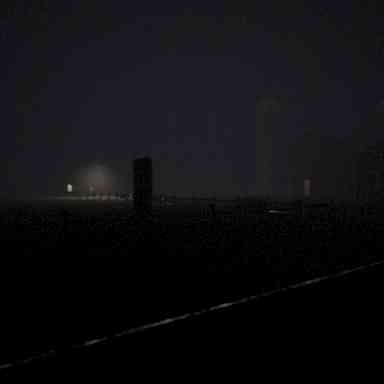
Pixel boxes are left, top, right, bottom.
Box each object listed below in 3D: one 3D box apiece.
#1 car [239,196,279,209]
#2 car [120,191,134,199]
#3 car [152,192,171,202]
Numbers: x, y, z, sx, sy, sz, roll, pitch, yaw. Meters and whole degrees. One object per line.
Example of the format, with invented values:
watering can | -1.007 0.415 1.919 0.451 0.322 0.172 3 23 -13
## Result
car | 6.861 1.084 34.334 1.994 1.385 4.181 -1 1 -36
car | -12.814 0.608 66.564 1.837 1.490 4.892 -1 1 -36
car | -5.001 0.804 50.844 1.882 1.535 5.008 -1 1 -36
